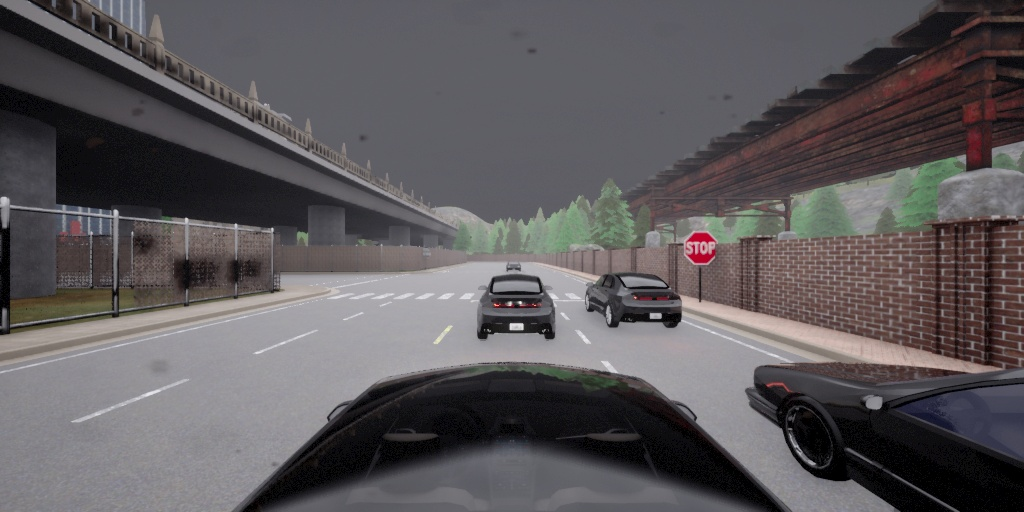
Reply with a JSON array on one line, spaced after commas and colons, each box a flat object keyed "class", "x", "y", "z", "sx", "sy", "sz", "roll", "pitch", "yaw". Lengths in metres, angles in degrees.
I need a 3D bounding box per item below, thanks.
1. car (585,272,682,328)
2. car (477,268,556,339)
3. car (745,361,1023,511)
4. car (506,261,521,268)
[{"class": "car", "x": 3.603, "y": 1.255, "z": 11.386, "sx": 1.837, "sy": 1.490, "sz": 4.892, "roll": 0, "pitch": 0, "yaw": 0}, {"class": "car", "x": 0.101, "y": 1.255, "z": 10.028, "sx": 1.837, "sy": 1.490, "sz": 4.892, "roll": 0, "pitch": 0, "yaw": 0}, {"class": "car", "x": 3.600, "y": 1.297, "z": 1.640, "sx": 2.033, "sy": 1.411, "sz": 5.357, "roll": 0, "pitch": 0, "yaw": 0}, {"class": "car", "x": 0.196, "y": 1.351, "z": 46.310, "sx": 1.895, "sy": 1.301, "sz": 4.718, "roll": 0, "pitch": 0, "yaw": -1}]
